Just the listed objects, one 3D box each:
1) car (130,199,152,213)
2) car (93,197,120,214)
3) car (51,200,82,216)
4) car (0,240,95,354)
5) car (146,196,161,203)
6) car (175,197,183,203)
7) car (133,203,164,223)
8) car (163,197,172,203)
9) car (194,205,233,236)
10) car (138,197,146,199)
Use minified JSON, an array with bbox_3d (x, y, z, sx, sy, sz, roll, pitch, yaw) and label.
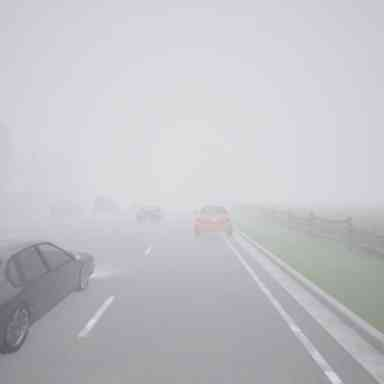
[{"bbox_3d":[-6.986,1.986,44.315,1.994,1.385,4.181,0,-1,0],"label":"car"},{"bbox_3d":[-10.481,1.610,40.904,2.150,2.045,5.566,0,-1,0],"label":"car"},{"bbox_3d":[-13.969,1.711,37.240,2.097,1.767,4.553,0,0,0],"label":"car"},{"bbox_3d":[-3.404,1.608,6.152,2.033,1.411,5.357,0,-1,0],"label":"car"},{"bbox_3d":[-10.682,2.077,92.122,2.150,2.045,5.566,0,-1,0],"label":"car"},{"bbox_3d":[-3.681,2.335,91.687,1.882,1.535,5.008,0,-1,0],"label":"car"},{"bbox_3d":[-3.456,1.872,28.471,1.895,1.301,4.718,0,-1,0],"label":"car"},{"bbox_3d":[-7.184,2.397,92.896,1.812,1.442,4.674,0,-1,0],"label":"car"},{"bbox_3d":[1.187,1.540,19.937,2.097,1.767,4.553,0,-1,0],"label":"car"},{"bbox_3d":[-14.182,2.393,92.081,2.128,1.511,4.902,0,-1,0],"label":"car"}]
